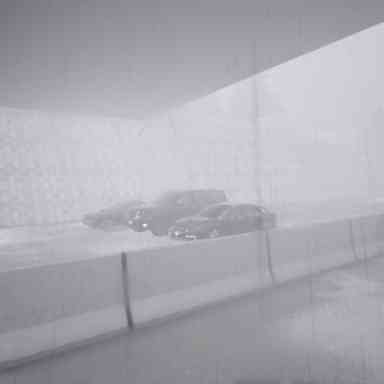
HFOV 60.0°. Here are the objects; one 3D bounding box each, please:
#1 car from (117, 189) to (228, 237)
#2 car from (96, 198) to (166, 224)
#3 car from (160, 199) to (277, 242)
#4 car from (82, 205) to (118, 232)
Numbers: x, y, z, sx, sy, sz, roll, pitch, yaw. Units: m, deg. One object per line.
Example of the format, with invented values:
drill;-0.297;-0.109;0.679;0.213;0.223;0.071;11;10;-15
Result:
car;-0.522;0.913;16.515;5.566;2.045;2.150;-2;1;-35
car;-4.111;1.235;22.553;4.181;1.385;1.994;-2;1;-35
car;1.411;1.200;13.595;4.892;1.490;1.837;-2;1;-35
car;-3.628;1.337;18.600;4.718;1.301;1.895;-2;1;-35
